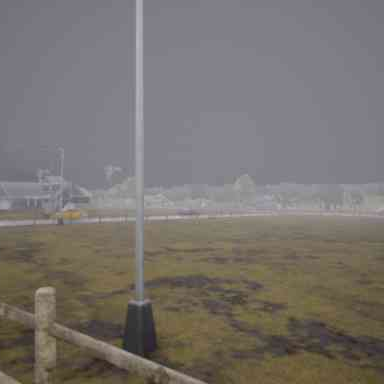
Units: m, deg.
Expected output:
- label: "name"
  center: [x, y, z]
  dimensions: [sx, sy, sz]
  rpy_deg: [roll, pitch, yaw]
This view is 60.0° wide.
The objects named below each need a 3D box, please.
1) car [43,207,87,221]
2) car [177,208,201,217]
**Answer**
- label: "car"
  center: [-14.664, 2.497, 38.610]
  dimensions: [1.882, 1.535, 5.008]
  rpy_deg: [0, -2, 35]
- label: "car"
  center: [-0.446, 3.585, 58.479]
  dimensions: [2.033, 1.411, 5.357]
  rpy_deg: [0, -3, 36]
